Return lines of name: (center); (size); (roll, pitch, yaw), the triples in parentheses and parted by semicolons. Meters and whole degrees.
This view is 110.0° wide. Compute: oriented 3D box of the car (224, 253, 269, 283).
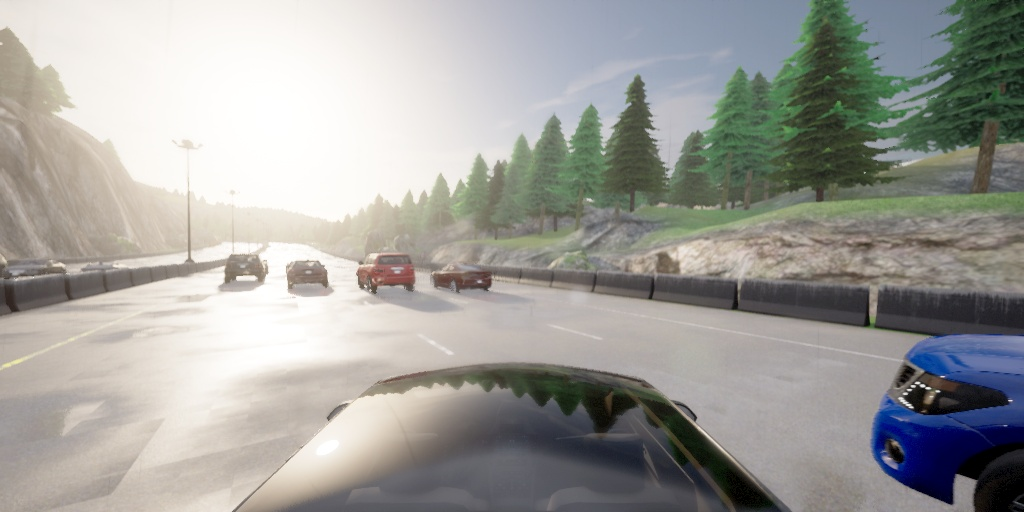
car: (-19.353, 0.810, 26.146); (2.150, 2.045, 5.566); (0, 0, -32)

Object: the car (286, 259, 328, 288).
car: (-12.938, 0.971, 22.572); (2.097, 1.767, 4.553); (0, 0, -32)

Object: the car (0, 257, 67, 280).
car: (-37.363, 1.044, 28.167); (2.128, 1.511, 4.902); (0, 0, -32)

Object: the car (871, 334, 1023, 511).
car: (4.937, 0.981, 0.951); (2.150, 2.045, 5.566); (0, 0, -32)

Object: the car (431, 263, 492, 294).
car: (-2.923, 1.128, 19.860); (1.882, 1.535, 5.008); (0, 0, -32)

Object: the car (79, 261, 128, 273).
car: (-34.829, 1.107, 30.720); (1.994, 1.385, 4.181); (0, 0, -32)

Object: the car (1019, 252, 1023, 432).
car: (8.208, 0.979, 2.331); (2.150, 2.045, 5.566); (0, 0, -32)

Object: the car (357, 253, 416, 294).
car: (-7.059, 0.865, 19.843); (2.150, 2.045, 5.566); (0, 0, -32)

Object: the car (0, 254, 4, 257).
car: (-40.559, 0.780, 26.681); (2.150, 2.045, 5.566); (0, 0, -32)
